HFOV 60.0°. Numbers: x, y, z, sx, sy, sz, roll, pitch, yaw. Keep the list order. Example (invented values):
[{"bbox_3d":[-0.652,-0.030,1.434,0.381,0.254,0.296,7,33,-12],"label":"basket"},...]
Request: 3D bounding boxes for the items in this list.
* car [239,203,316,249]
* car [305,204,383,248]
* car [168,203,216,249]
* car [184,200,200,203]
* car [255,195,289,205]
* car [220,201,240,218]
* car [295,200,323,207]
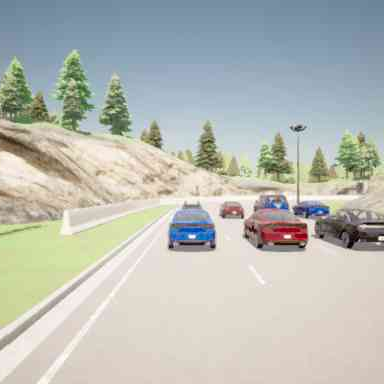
[{"bbox_3d":[3.500,1.482,14.650,1.882,1.535,5.008,0,0,0],"label":"car"},{"bbox_3d":[7.000,1.492,14.650,2.128,1.511,4.902,0,0,0],"label":"car"},{"bbox_3d":[0.000,1.482,14.650,1.882,1.535,5.008,0,0,0],"label":"car"},{"bbox_3d":[0.000,1.493,29.650,2.128,1.511,4.902,0,0,0],"label":"car"},{"bbox_3d":[7.000,1.255,29.680,2.150,2.045,5.566,0,0,0],"label":"car"},{"bbox_3d":[3.500,1.530,29.650,1.812,1.442,4.674,0,0,0],"label":"car"},{"bbox_3d":[10.500,1.482,29.650,1.882,1.535,5.008,0,0,0],"label":"car"}]
